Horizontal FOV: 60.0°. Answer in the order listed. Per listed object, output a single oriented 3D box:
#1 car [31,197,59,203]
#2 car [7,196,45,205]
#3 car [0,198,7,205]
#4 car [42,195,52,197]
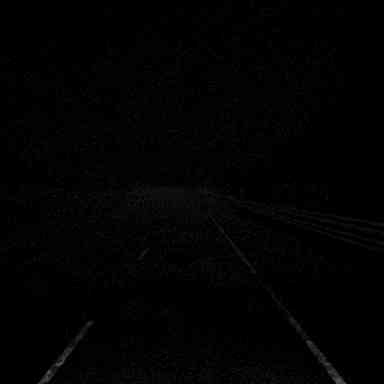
[{"bbox_3d":[-17.572,1.581,41.249,1.895,1.301,4.718,0,0,0],"label":"car"},{"bbox_3d":[-21.062,1.544,42.404,1.994,1.385,4.181,0,0,0],"label":"car"},{"bbox_3d":[-24.572,1.483,41.961,1.837,1.490,4.892,0,1,0],"label":"car"},{"bbox_3d":[-27.359,1.321,62.131,2.033,1.411,5.357,0,0,-3],"label":"car"}]
